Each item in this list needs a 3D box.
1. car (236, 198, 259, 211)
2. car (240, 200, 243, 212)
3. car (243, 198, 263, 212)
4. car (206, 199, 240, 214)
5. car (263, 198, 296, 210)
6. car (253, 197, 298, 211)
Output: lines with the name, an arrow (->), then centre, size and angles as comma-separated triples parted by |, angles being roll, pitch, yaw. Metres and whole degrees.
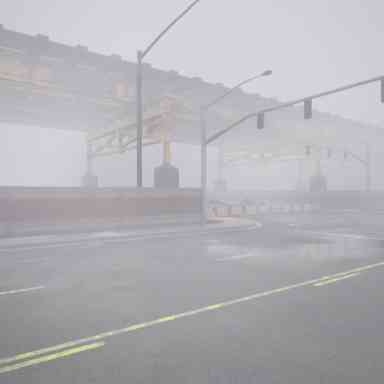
car -> 6.141, 1.295, 36.462 | 1.853, 1.218, 4.536 | 0, 0, 18
car -> 2.379, 1.452, 33.729 | 4.974, 1.542, 2.038 | 0, 0, 8
car -> 6.125, 1.452, 36.413 | 2.038, 1.542, 4.974 | 0, 0, 18
car -> 2.327, 1.295, 33.736 | 4.536, 1.218, 1.853 | 0, 0, 8
car -> 9.985, 1.294, 40.165 | 4.536, 1.218, 1.853 | 0, 0, -7
car -> 10.036, 1.452, 40.171 | 4.974, 1.542, 2.038 | 0, 0, -7
